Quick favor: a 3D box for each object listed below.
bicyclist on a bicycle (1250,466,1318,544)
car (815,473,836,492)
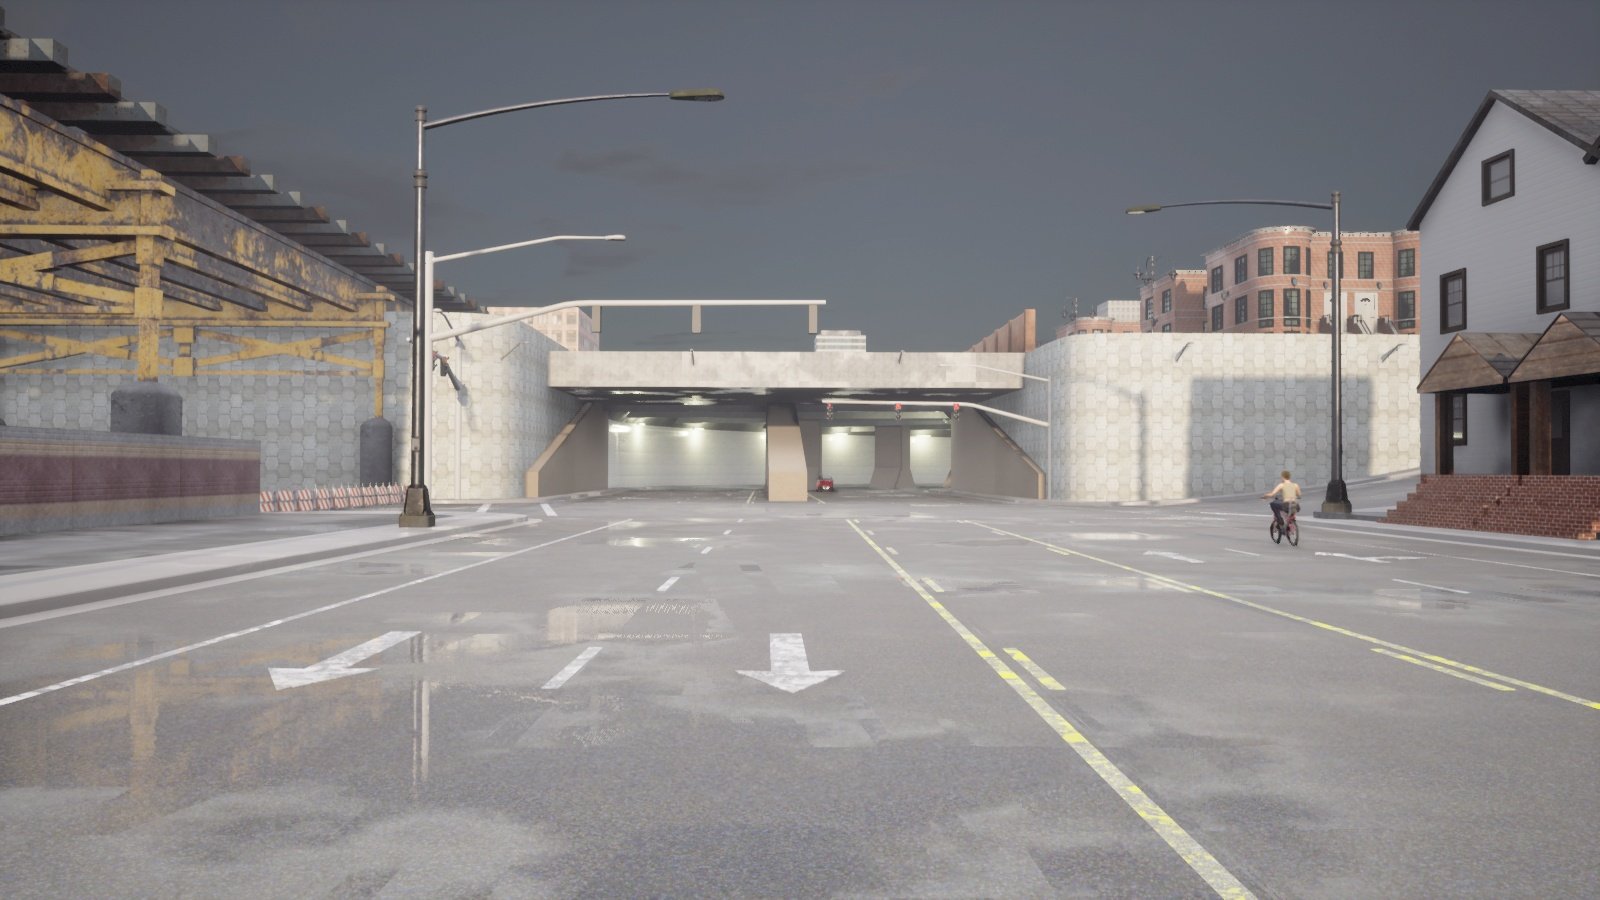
[{"bbox_3d":[10.431,1.166,27.095,0.866,1.612,1.509,0,-1,0],"label":"bicyclist on a bicycle"},{"bbox_3d":[1.932,2.466,95.288,1.481,1.376,2.207,0,-1,-1],"label":"car"}]
